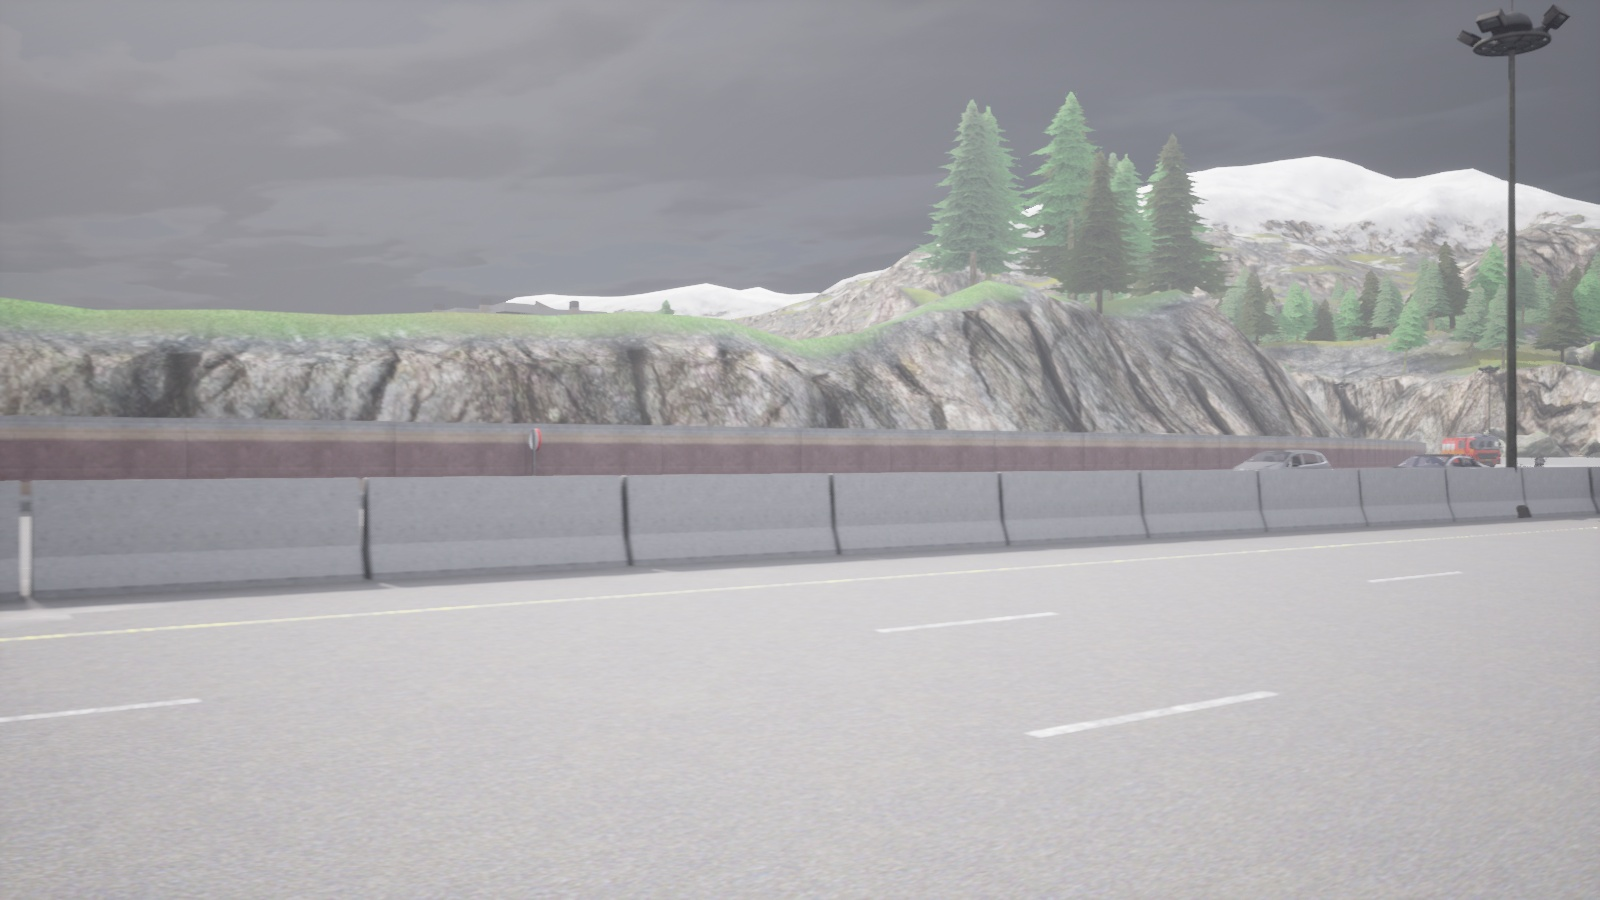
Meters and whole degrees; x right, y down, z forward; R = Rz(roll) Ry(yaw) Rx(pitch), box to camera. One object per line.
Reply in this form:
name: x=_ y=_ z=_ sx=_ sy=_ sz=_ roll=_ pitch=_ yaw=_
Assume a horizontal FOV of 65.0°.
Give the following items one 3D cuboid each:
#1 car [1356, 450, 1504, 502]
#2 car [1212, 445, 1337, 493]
car: x=19.429 y=0.754 z=38.663 sx=4.902 sy=1.511 sz=2.128 roll=0 pitch=0 yaw=-37
car: x=17.373 y=0.664 z=45.900 sx=4.611 sy=1.667 sz=2.242 roll=0 pitch=0 yaw=-38
